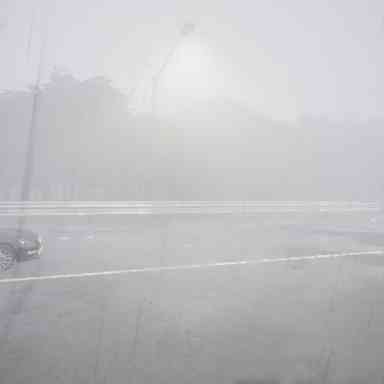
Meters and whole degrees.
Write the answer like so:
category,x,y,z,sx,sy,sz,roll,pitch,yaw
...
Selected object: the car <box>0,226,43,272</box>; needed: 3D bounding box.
category,x,y,z,sx,sy,sz,roll,pitch,yaw
car,-6.711,1.331,8.942,4.902,1.511,2.128,0,0,-21
